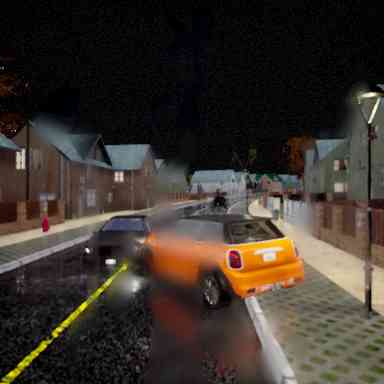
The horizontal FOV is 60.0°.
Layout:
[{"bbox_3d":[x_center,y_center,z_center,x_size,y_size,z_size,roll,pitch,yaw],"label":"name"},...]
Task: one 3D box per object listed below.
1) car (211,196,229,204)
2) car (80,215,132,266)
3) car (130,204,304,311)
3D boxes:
[{"bbox_3d":[3.657,1.307,43.913,1.812,1.442,4.674,0,1,11],"label":"car"},{"bbox_3d":[-2.248,1.538,11.868,2.033,1.411,5.357,0,0,0],"label":"car"},{"bbox_3d":[0.389,1.313,8.166,2.097,1.767,4.553,-2,0,-31],"label":"car"}]
